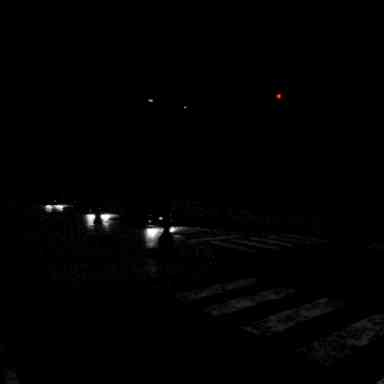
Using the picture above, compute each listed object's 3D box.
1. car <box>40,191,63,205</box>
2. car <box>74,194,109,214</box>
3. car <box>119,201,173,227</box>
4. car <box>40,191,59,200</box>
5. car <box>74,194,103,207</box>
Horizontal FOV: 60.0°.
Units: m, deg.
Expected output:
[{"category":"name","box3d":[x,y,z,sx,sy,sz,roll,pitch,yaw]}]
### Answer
[{"category":"car","box3d":[-17.100,0.826,40.453,1.994,1.385,4.181,0,1,-35]},{"category":"car","box3d":[-8.695,1.096,28.675,1.994,1.385,4.181,0,1,-36]},{"category":"car","box3d":[-2.916,1.286,20.596,1.994,1.385,4.181,0,1,-36]},{"category":"car","box3d":[-23.455,0.566,54.778,1.994,1.385,4.181,0,1,-35]},{"category":"car","box3d":[-12.131,0.920,38.971,1.994,1.385,4.181,0,1,-36]}]
